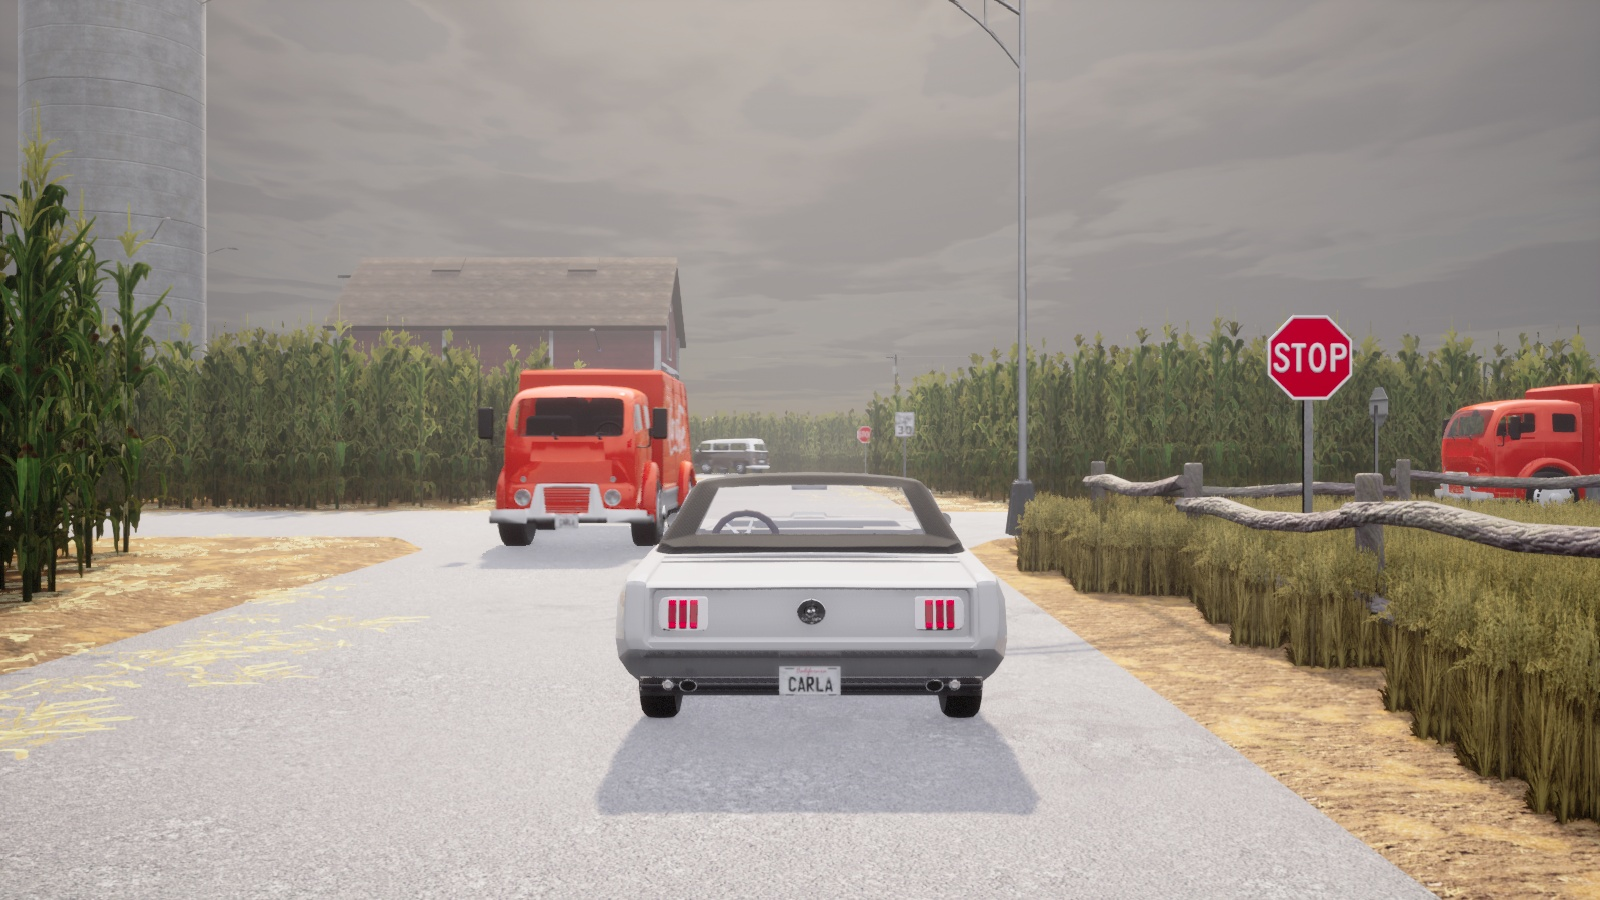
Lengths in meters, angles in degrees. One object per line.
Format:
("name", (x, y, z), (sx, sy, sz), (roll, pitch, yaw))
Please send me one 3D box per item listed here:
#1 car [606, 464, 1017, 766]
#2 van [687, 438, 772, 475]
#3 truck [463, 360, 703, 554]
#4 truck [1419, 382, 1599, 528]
("car", (0.061, 0.786, 8.142), (1.895, 1.301, 4.718), (0, 1, 0))
("van", (-4.035, 0.380, 72.007), (4.480, 2.038, 2.069), (0, -1, 33))
("truck", (-2.979, 0.063, 18.629), (2.627, 2.467, 5.204), (0, 1, 0))
("truck", (14.397, 0.101, 22.593), (5.204, 2.467, 2.627), (1, 0, 0))
